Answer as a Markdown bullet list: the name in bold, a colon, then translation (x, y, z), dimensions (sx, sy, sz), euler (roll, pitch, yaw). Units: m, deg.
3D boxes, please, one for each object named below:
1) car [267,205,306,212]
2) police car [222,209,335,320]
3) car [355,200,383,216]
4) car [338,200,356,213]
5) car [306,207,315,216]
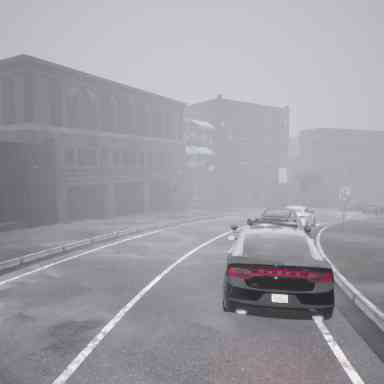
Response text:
- **car**: translation (4.438, 1.543, 16.613), dimensions (1.837, 1.490, 4.892), euler (2, 0, 22)
- **police car**: translation (1.817, 1.432, 7.636), dimensions (1.930, 1.638, 5.238), euler (1, 0, 10)
- **car**: translation (22.142, 1.992, 39.578), dimensions (4.902, 1.511, 2.128), euler (2, 3, -33)
- **car**: translation (20.896, 1.799, 42.700), dimensions (4.892, 1.490, 1.837), euler (2, 2, -32)
- **car**: translation (6.862, 1.607, 21.756), dimensions (1.812, 1.442, 4.674), euler (2, 1, 29)
